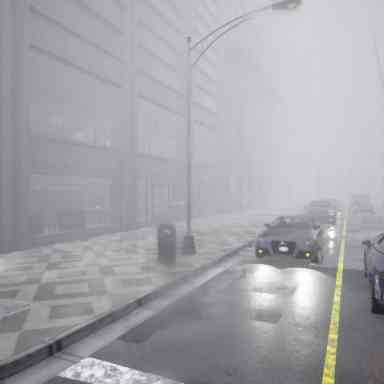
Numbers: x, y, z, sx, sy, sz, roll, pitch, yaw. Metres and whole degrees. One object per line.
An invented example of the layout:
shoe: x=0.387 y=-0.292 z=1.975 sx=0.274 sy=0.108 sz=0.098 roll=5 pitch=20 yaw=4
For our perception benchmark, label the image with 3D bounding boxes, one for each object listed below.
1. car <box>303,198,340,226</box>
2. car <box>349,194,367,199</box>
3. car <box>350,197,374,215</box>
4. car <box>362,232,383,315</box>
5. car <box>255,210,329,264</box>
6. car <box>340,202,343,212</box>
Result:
car: x=9.121 y=1.356 z=23.634 sx=2.097 sy=1.767 sz=4.553 roll=0 pitch=0 yaw=25
car: x=21.925 y=1.236 z=43.570 sx=2.150 sy=2.045 sz=5.566 roll=0 pitch=0 yaw=25
car: x=17.507 y=1.558 z=34.076 sx=2.033 sy=1.411 sz=5.357 roll=0 pitch=0 yaw=26
car: x=4.707 y=1.527 z=6.990 sx=1.812 sy=1.442 sz=4.674 roll=0 pitch=0 yaw=25
car: x=3.654 y=1.566 z=12.027 sx=1.994 sy=1.385 sz=4.181 roll=0 pitch=0 yaw=25
car: x=16.657 y=1.520 z=39.443 sx=1.837 sy=1.490 sz=4.892 roll=0 pitch=0 yaw=26
